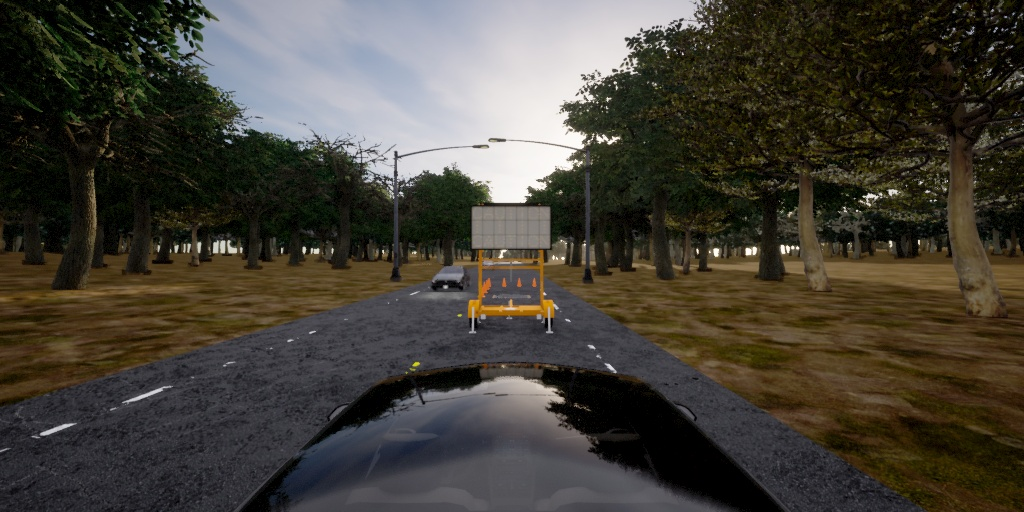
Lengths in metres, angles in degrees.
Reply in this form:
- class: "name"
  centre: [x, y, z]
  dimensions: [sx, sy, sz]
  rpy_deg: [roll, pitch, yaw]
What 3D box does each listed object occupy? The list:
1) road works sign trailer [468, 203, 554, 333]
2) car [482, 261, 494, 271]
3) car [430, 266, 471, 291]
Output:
- class: "road works sign trailer"
  centre: [-0.027, 0.223, 10.723]
  dimensions: [2.380, 3.560, 2.880]
  rpy_deg: [0, 0, 0]
- class: "car"
  centre: [-3.566, 1.346, 51.689]
  dimensions: [1.812, 1.442, 4.674]
  rpy_deg: [0, 0, 0]
- class: "car"
  centre: [-3.627, 1.321, 22.260]
  dimensions: [2.033, 1.411, 5.357]
  rpy_deg: [0, 0, 0]
